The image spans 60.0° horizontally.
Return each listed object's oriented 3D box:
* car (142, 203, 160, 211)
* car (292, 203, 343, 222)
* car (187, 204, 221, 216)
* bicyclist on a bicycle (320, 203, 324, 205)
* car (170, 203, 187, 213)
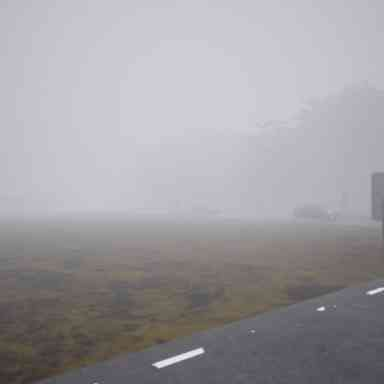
[{"bbox_3d":[-7.977,2.956,64.703,2.128,1.511,4.902,-1,-1,-35],"label":"car"},{"bbox_3d":[11.913,1.888,31.789,2.097,1.767,4.553,-1,-1,-35],"label":"car"},{"bbox_3d":[1.907,2.428,45.889,1.882,1.535,5.008,-1,-1,-35],"label":"car"},{"bbox_3d":[14.860,2.040,37.955,1.656,1.620,0.582,0,-1,-35],"label":"bicyclist on a bicycle"},{"bbox_3d":[-1.910,2.671,56.249,1.882,1.535,5.008,-1,-1,-35],"label":"car"}]
